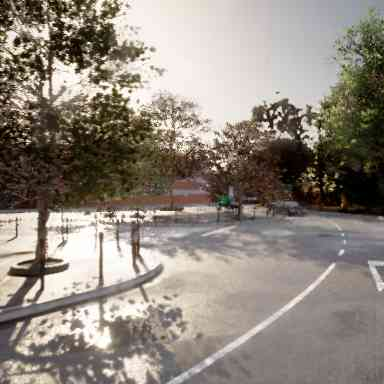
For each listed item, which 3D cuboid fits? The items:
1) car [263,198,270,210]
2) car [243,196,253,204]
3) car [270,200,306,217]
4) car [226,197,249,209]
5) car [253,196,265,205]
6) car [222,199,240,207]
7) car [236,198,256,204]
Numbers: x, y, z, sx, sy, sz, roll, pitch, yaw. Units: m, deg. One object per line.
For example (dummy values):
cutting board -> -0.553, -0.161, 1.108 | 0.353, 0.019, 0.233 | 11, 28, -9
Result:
car -> 11.833, 1.802, 44.999 | 2.128, 1.511, 4.902 | 0, -1, -11
car -> 12.502, 2.153, 87.960 | 5.566, 2.045, 2.435 | 0, -1, 26
car -> 10.027, 1.709, 34.213 | 1.837, 1.490, 4.892 | 0, -1, -6
car -> 6.665, 2.001, 52.912 | 2.033, 1.411, 5.357 | 0, -1, -12
car -> 17.043, 2.045, 79.811 | 2.150, 2.045, 5.566 | 0, -1, 26
car -> 8.057, 2.231, 69.029 | 2.033, 1.411, 5.357 | 0, -1, 26
car -> 15.039, 2.454, 93.009 | 5.008, 1.535, 2.097 | 0, -1, 26
